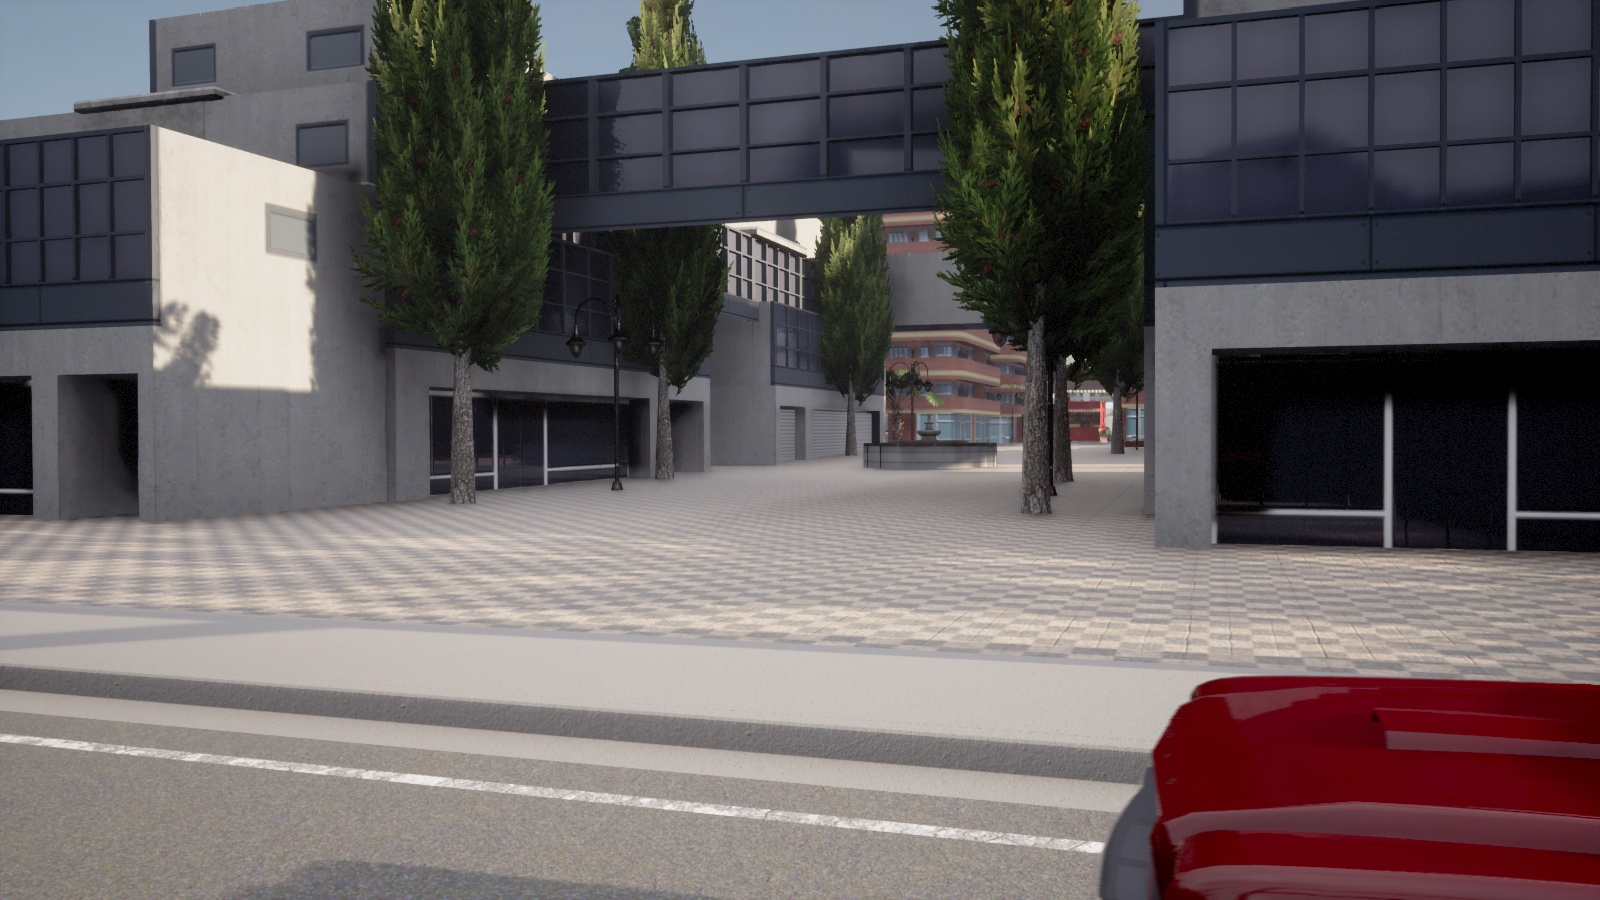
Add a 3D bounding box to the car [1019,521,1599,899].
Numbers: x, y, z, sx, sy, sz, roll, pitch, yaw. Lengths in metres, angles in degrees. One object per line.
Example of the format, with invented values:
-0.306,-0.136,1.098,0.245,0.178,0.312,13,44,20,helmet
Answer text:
2.898,0.902,2.218,4.718,1.301,1.895,1,1,19,car
